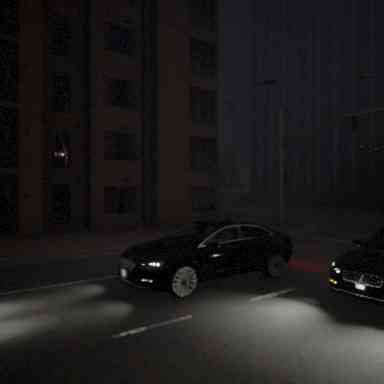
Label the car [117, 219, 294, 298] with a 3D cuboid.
[{"bbox_3d":[0.537,1.490,8.606,4.902,1.511,2.128,0,0,-35],"label":"car"}]

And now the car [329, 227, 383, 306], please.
[{"bbox_3d":[5.080,1.503,7.511,4.892,1.490,1.837,0,0,-35],"label":"car"}]
